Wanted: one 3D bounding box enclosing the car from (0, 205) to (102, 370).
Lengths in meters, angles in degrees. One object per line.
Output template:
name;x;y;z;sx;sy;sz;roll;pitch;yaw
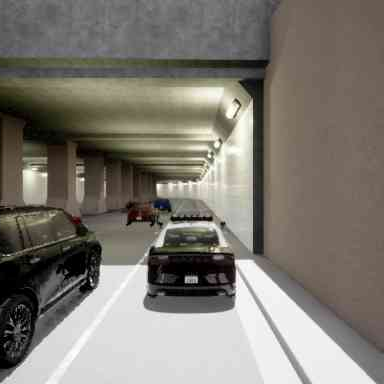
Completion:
car;-3.294;1.223;5.847;2.150;2.045;5.566;0;0;0

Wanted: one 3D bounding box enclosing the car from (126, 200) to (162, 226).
car;-3.403;1.526;23.610;1.812;1.442;4.674;0;0;0

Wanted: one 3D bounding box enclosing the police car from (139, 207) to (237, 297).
police car;-0.012;1.425;8.760;1.930;1.638;5.238;0;0;0

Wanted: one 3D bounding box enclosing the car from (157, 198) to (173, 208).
car;-3.296;1.477;38.144;1.882;1.535;5.008;0;0;0

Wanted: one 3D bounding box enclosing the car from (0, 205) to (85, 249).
car;-6.795;1.477;15.717;1.882;1.535;5.008;0;0;0
